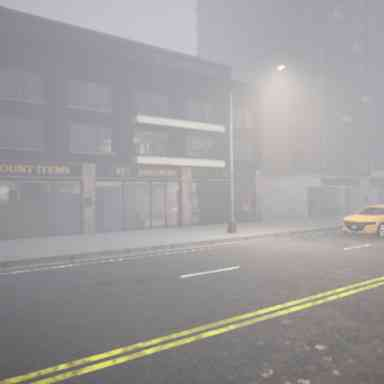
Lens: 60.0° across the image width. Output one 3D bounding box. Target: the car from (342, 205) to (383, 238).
[{"bbox_3d":[10.026,1.429,17.643,5.008,1.535,1.882,-1,0,-33],"label":"car"}]
